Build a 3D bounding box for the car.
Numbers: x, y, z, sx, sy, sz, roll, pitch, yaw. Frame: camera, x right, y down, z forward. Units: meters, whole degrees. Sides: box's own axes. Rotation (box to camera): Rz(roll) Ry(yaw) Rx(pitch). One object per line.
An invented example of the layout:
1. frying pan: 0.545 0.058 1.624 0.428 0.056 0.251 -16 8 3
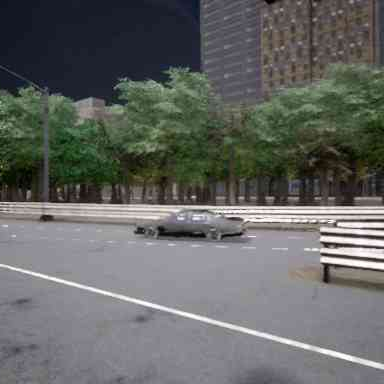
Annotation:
1. car: -0.060 1.566 15.947 5.357 1.411 2.033 0 0 16
